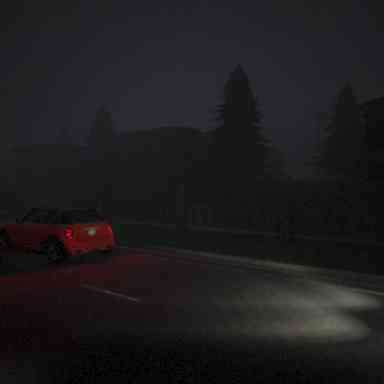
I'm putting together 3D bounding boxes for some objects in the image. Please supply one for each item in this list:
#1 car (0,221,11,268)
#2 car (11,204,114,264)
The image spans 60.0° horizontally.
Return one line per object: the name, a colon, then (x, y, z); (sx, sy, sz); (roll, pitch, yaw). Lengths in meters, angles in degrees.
car: (-7.206, 1.272, 9.081); (4.553, 1.767, 2.097); (1, 0, 36)
car: (-4.888, 1.274, 11.727); (4.553, 1.767, 2.097); (1, 0, 35)
